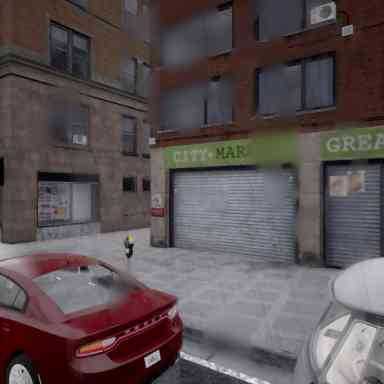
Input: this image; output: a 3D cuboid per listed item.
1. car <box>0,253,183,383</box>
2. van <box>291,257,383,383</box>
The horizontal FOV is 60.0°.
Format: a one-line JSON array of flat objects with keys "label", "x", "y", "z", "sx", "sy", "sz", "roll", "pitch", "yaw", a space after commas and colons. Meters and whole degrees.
[{"label": "car", "x": -2.211, "y": 1.544, "z": 4.653, "sx": 4.507, "sy": 1.381, "sz": 1.887, "roll": 0, "pitch": 0, "yaw": 35}, {"label": "van", "x": 2.398, "y": 1.341, "z": 1.367, "sx": 3.998, "sy": 1.788, "sz": 1.690, "roll": 0, "pitch": 0, "yaw": 35}]
